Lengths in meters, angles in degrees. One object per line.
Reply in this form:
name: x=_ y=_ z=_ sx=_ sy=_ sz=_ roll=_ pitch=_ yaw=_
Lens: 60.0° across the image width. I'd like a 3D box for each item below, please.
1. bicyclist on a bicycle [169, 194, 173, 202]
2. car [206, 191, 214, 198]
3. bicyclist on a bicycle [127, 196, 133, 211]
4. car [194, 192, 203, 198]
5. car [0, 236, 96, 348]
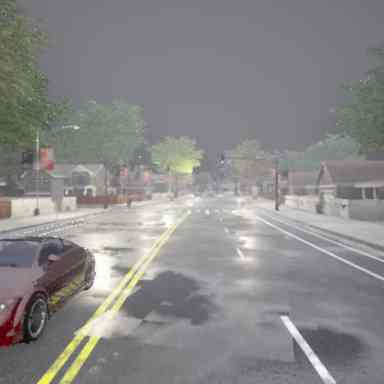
bicyclist on a bicycle: x=-3.857 y=1.267 z=62.331 sx=0.866 sy=1.612 sz=1.509 roll=0 pitch=0 yaw=5
car: x=5.056 y=0.628 z=92.641 sx=2.097 sy=1.767 sz=4.553 roll=0 pitch=0 yaw=8
bicyclist on a bicycle: x=-7.268 y=1.309 z=38.726 sx=0.659 sy=1.776 sz=1.843 roll=0 pitch=0 yaw=4
car: x=1.831 y=0.820 z=93.047 sx=1.994 sy=1.385 sz=4.181 roll=0 pitch=0 yaw=8
car: x=-3.296 y=1.557 z=6.274 sx=1.994 sy=1.385 sz=4.181 roll=0 pitch=0 yaw=1
